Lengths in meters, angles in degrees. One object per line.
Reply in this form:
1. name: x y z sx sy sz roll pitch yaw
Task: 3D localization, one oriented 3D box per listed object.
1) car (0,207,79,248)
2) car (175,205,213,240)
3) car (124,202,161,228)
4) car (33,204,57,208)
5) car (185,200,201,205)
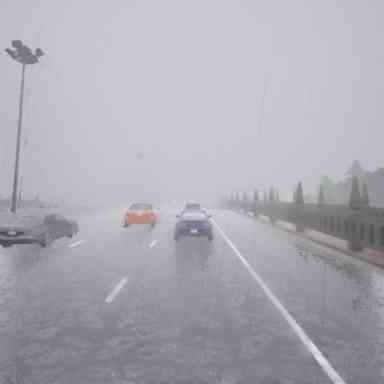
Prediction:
1. car: -6.928 1.639 15.320 2.033 1.411 5.357 0 0 0
2. car: 0.092 1.632 17.429 1.812 1.442 4.674 0 0 0
3. car: -3.411 1.499 23.731 2.097 1.767 4.553 0 0 0
4. car: -13.994 1.799 31.471 1.895 1.301 4.718 0 0 -1
5. car: 0.080 1.748 41.902 1.882 1.535 5.008 0 0 0
